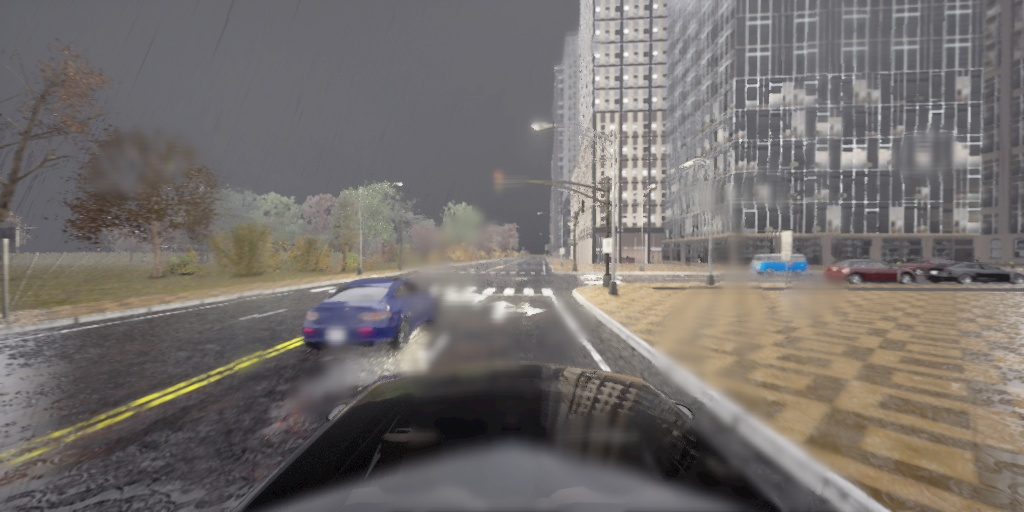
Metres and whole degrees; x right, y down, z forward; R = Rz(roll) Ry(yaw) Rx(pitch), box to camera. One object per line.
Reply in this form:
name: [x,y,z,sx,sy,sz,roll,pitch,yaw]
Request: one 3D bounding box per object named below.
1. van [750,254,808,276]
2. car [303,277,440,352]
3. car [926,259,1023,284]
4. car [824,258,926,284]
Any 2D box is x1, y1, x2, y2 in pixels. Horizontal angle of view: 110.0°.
van: [22.706,0.734,30.539,3.998,1.789,1.690,0,0,5]
car: [-3.050,1.216,8.623,1.812,1.442,4.674,0,0,1]
car: [27.550,1.028,21.479,4.313,1.339,1.948,0,0,5]
car: [21.882,0.925,21.955,4.097,1.591,1.967,0,0,5]
